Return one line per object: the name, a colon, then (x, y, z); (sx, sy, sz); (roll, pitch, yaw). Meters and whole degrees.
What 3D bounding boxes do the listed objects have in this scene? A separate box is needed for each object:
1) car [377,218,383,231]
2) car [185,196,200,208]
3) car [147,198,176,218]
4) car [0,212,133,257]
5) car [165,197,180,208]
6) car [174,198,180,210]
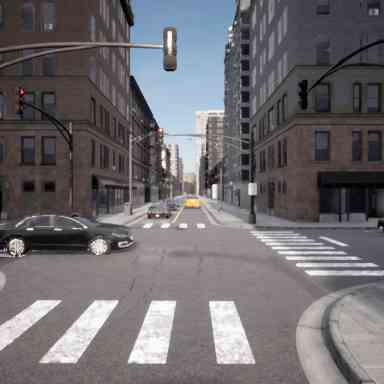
car: (12.372, 1.563, 17.918); (4.313, 1.339, 1.947); (0, 0, 0)
car: (0.112, 1.381, 48.782); (2.097, 1.767, 4.553); (0, 0, 0)
car: (-2.843, 1.555, 30.016); (2.033, 1.411, 5.357); (0, 0, 0)
car: (-4.684, 1.510, 12.396); (4.892, 1.490, 1.837); (-1, 0, 0)
car: (-2.838, 1.578, 50.236); (2.033, 1.411, 5.357); (0, 0, -1)
car: (-2.837, 1.523, 40.385); (1.837, 1.490, 4.892); (0, 0, 0)
